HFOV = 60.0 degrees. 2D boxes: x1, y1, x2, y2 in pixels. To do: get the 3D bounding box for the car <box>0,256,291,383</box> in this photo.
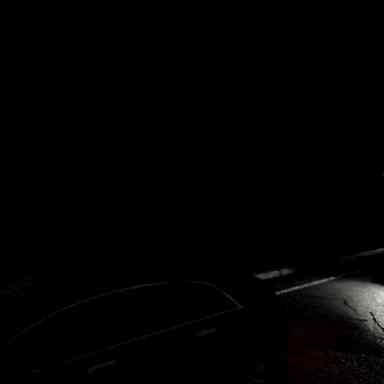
[{"bbox_3d":[-1.122,1.499,3.208,4.892,1.490,1.837,0,0,-35],"label":"car"}]
